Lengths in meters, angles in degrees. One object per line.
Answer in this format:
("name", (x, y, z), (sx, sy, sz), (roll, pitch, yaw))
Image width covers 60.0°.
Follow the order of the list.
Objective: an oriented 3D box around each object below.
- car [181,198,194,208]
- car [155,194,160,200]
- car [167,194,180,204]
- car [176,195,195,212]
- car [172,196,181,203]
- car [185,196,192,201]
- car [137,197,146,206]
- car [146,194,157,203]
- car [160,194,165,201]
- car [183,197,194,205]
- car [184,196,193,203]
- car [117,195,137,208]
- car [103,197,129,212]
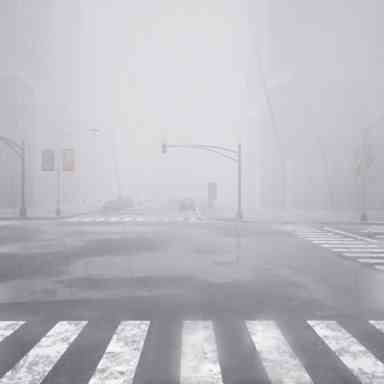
("car", (-0.621, 1.614, 49.795), (1.802, 1.307, 4.206), (0, 0, 0))
("car", (-9.291, 1.417, 76.885), (2.192, 1.841, 5.009), (0, 0, 0))
("car", (-3.366, 1.576, 65.713), (1.837, 1.490, 4.892), (0, 0, 0))
("car", (-0.564, 1.448, 38.946), (1.967, 1.590, 4.097), (0, 0, 0))
("car", (-3.518, 1.651, 75.798), (1.994, 1.385, 4.181), (0, 0, 0))
("car", (-0.852, 1.695, 93.195), (1.887, 1.381, 4.507), (0, 0, 0))
("car", (-9.174, 1.570, 55.011), (1.752, 1.417, 4.829), (0, 0, 0))
("car", (-9.261, 1.668, 71.459), (1.802, 1.307, 4.206), (0, 0, 0))
("car", (-9.376, 1.695, 93.162), (1.887, 1.381, 4.507), (0, 0, 0))
("car", (-0.679, 1.603, 60.645), (1.887, 1.381, 4.507), (0, 0, 0))
("car", (-0.737, 1.612, 71.665), (1.752, 1.417, 4.829), (0, 0, 0))
("car", (-9.118, 1.335, 44.329), (2.192, 1.841, 5.009), (0, 0, 0))
("car", (-9.088, 1.574, 38.903), (1.947, 1.339, 4.313), (0, 0, 0))
